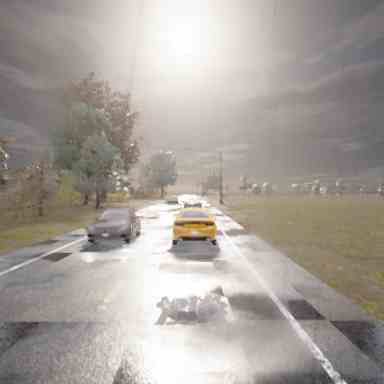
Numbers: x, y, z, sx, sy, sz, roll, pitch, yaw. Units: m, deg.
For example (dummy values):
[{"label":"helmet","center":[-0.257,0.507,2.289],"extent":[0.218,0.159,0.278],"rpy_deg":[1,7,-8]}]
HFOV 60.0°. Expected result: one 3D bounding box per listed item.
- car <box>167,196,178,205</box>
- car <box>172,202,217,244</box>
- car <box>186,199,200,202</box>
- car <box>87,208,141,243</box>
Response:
[{"label":"car","center":[-3.500,1.529,60.727],"extent":[1.882,1.535,5.008],"rpy_deg":[0,0,0]},{"label":"car","center":[0.108,1.480,15.889],"extent":[1.882,1.535,5.008],"rpy_deg":[0,0,0]},{"label":"car","center":[0.100,1.501,34.173],"extent":[2.128,1.511,4.902],"rpy_deg":[0,0,0]},{"label":"car","center":[-3.601,1.529,16.157],"extent":[1.812,1.442,4.674],"rpy_deg":[0,0,0]}]
